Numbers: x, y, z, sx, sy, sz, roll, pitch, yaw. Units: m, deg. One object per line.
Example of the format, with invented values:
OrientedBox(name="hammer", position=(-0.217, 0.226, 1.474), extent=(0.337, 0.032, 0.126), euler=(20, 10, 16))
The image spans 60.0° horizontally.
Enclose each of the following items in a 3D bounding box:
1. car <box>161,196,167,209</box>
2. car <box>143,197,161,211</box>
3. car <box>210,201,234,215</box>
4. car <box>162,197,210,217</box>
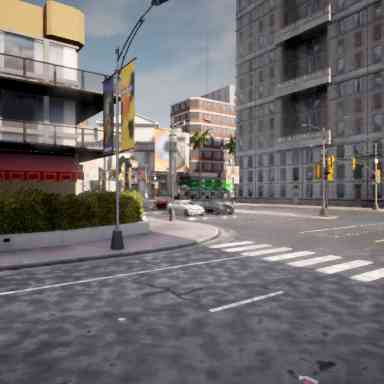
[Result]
OrientedBox(name="car", position=(-2.846, 1.351, 41.258), extent=(2.097, 1.767, 4.553), euler=(0, 0, -35))
OrientedBox(name="car", position=(-6.035, 1.502, 39.641), extent=(1.837, 1.490, 4.892), euler=(0, 1, -35))
OrientedBox(name="car", position=(2.381, 1.564, 33.812), extent=(1.994, 1.385, 4.181), euler=(0, 0, -35))
OrientedBox(name="car", position=(-0.688, 1.526, 32.090), extent=(1.812, 1.442, 4.674), euler=(0, 0, -35))
